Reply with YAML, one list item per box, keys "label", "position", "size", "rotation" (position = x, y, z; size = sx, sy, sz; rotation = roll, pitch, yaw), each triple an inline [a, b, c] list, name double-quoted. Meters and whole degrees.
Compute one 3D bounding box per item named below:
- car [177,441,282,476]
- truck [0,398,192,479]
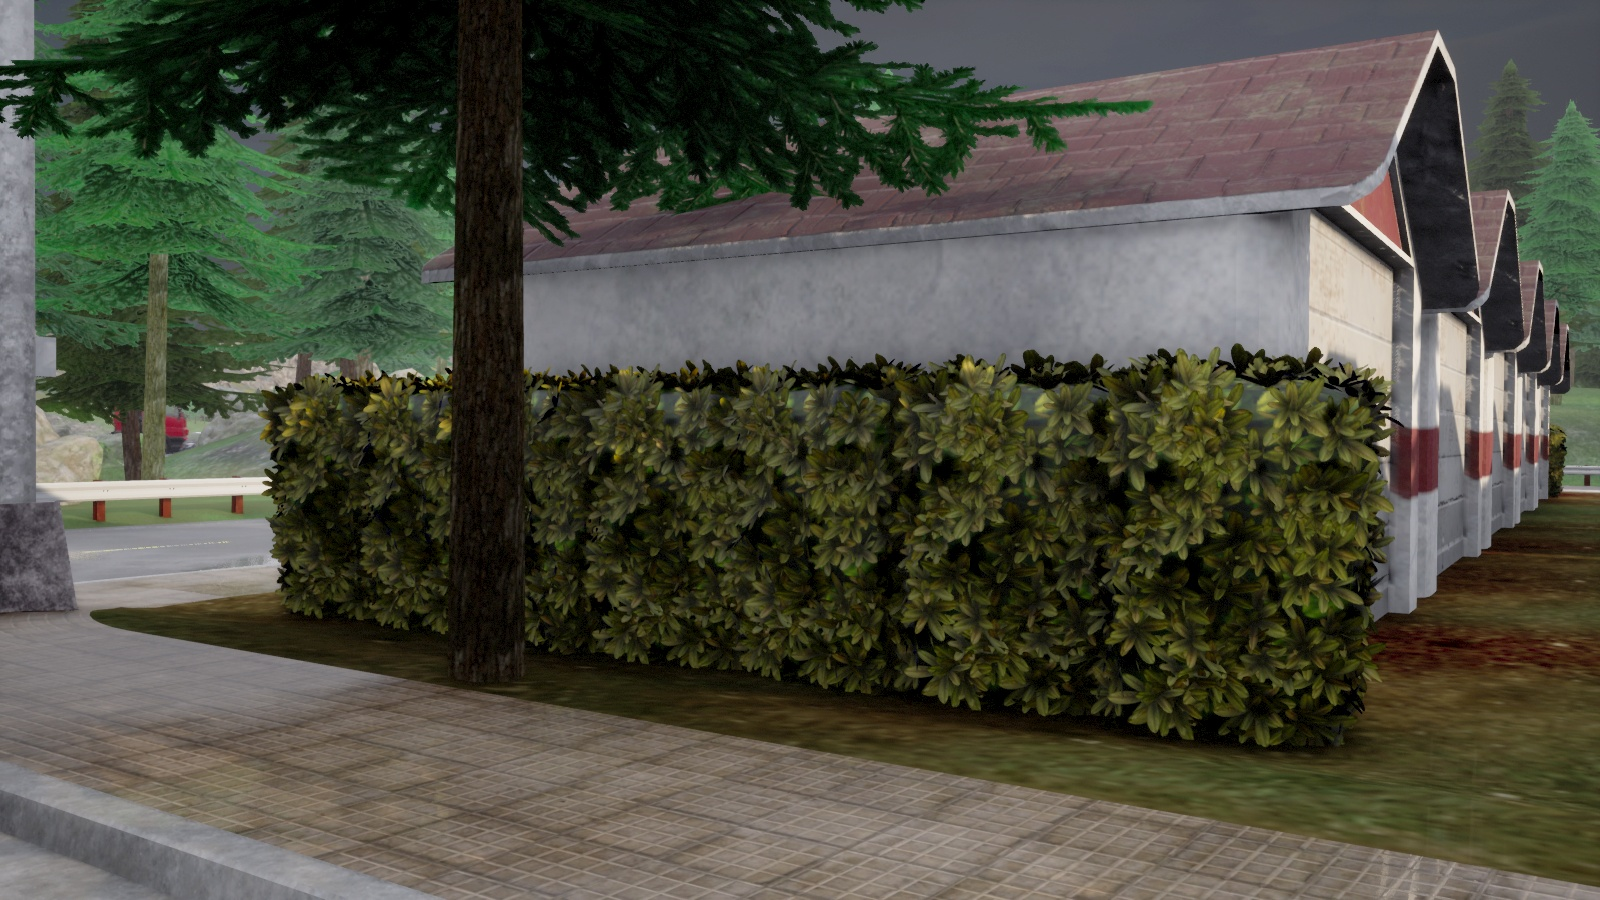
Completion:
- label: "car"
  position: [-25.572, 0.355, 56.342]
  size: [1.970, 1.475, 3.806]
  rotation: [0, 1, 34]
- label: "truck"
  position: [-32.789, -0.552, 58.170]
  size: [2.891, 3.462, 7.936]
  rotation: [0, 1, 34]
